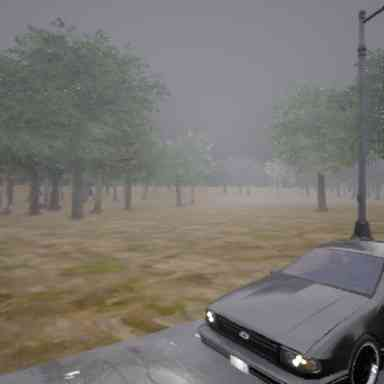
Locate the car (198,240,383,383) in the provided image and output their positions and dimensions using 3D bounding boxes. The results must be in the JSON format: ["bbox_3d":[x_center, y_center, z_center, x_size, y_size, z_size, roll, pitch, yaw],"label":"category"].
[{"bbox_3d":[2.718,1.527,5.229,5.357,1.411,2.033,0,0,-35],"label":"car"}]
